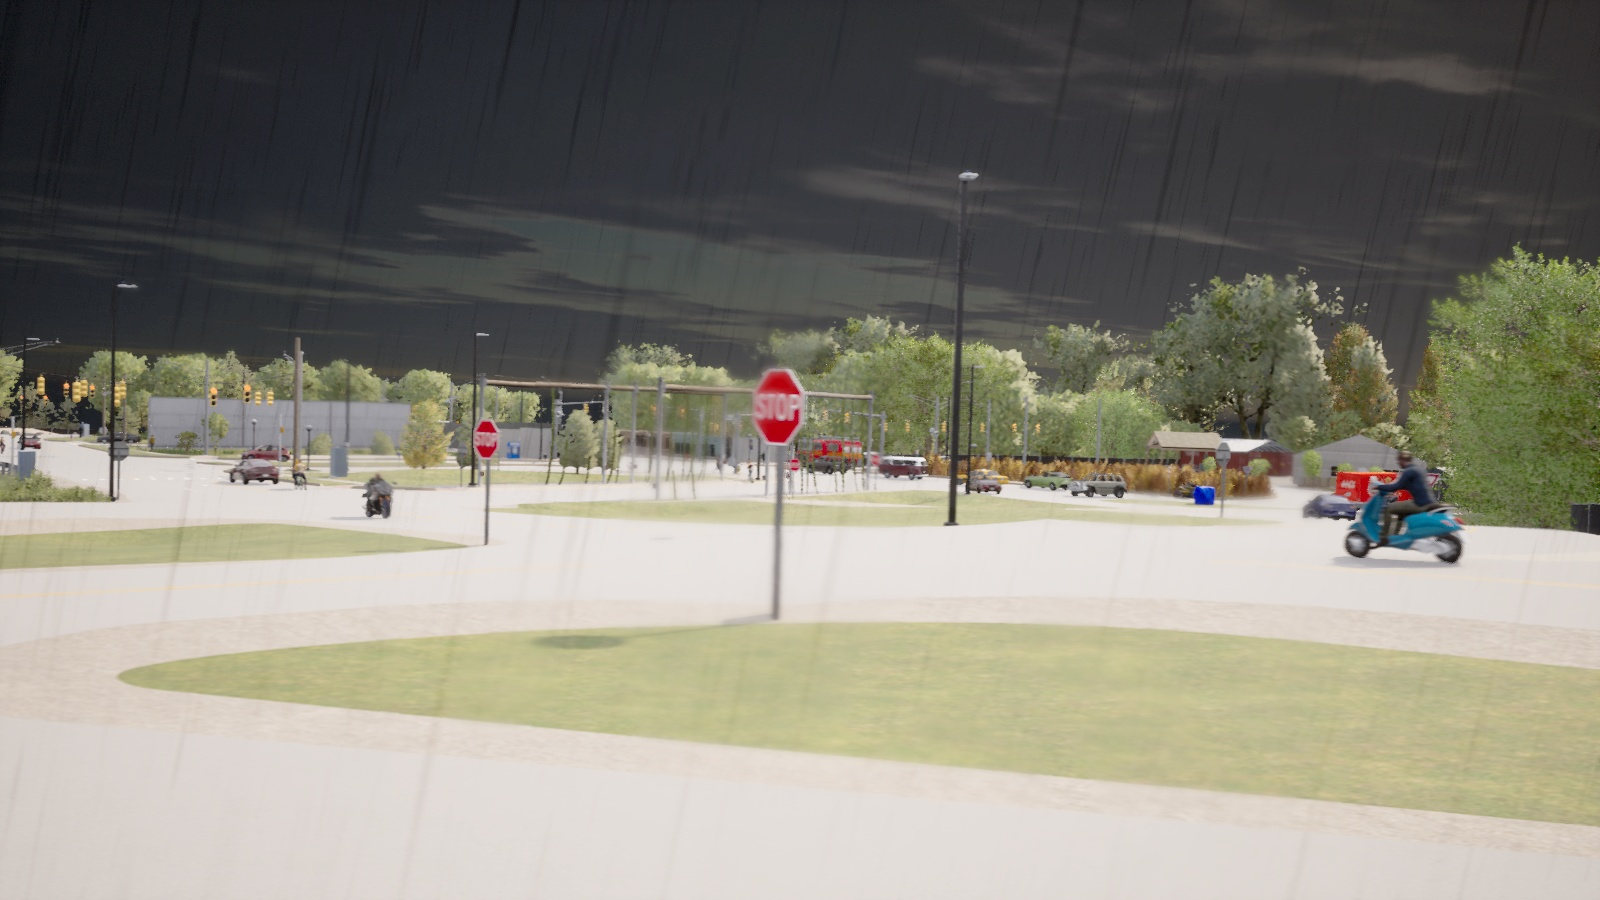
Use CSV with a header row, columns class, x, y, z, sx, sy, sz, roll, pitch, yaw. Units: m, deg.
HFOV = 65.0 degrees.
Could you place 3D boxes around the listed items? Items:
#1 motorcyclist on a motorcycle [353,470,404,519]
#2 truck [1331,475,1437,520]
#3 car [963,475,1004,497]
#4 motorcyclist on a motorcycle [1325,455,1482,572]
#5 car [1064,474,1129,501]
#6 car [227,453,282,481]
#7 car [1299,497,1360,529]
class,x,y,z,sx,sy,sz,roll,pitch,yaw
motorcyclist on a motorcycle,-13.684,1.417,40.728,0.866,1.530,2.191,1,-1,-38
truck,35.242,2.870,75.805,5.204,2.467,2.627,2,2,-15
car,13.755,2.668,94.311,1.816,1.474,4.193,1,0,-9
motorcyclist on a motorcycle,8.624,0.873,18.004,0.866,1.590,1.817,0,-1,-37
car,22.217,2.810,94.125,4.605,1.855,1.932,2,0,-29
car,-31.446,0.981,72.324,1.812,1.442,4.674,1,1,-38
car,27.823,3.284,66.092,1.812,1.442,4.674,2,-1,9
